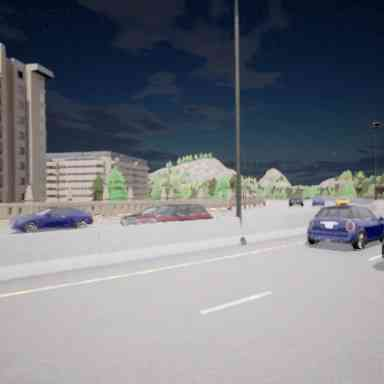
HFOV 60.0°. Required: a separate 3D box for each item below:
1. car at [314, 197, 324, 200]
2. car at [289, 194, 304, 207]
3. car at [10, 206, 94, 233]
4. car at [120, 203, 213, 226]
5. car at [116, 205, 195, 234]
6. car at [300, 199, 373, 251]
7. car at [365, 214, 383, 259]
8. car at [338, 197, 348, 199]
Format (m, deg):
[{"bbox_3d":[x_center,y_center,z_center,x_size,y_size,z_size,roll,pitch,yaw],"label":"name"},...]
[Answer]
[{"bbox_3d":[20.685,1.609,54.071,1.882,1.535,5.008,0,0,22],"label":"car"},{"bbox_3d":[17.421,1.385,55.240,2.150,2.045,5.566,-1,0,22],"label":"car"},{"bbox_3d":[-8.239,1.611,19.948,4.674,1.442,1.812,0,0,-40],"label":"car"},{"bbox_3d":[-0.981,1.402,17.000,4.553,1.767,2.097,0,0,-42],"label":"car"},{"bbox_3d":[-2.156,1.593,20.583,4.674,1.442,1.812,0,0,-43],"label":"car"},{"bbox_3d":[6.944,1.359,14.540,4.553,1.767,2.097,0,0,-43],"label":"car"},{"bbox_3d":[7.489,1.483,10.252,4.902,1.511,2.128,0,0,-42],"label":"car"},{"bbox_3d":[23.516,1.571,51.803,1.882,1.535,5.008,-1,0,22],"label":"car"}]
